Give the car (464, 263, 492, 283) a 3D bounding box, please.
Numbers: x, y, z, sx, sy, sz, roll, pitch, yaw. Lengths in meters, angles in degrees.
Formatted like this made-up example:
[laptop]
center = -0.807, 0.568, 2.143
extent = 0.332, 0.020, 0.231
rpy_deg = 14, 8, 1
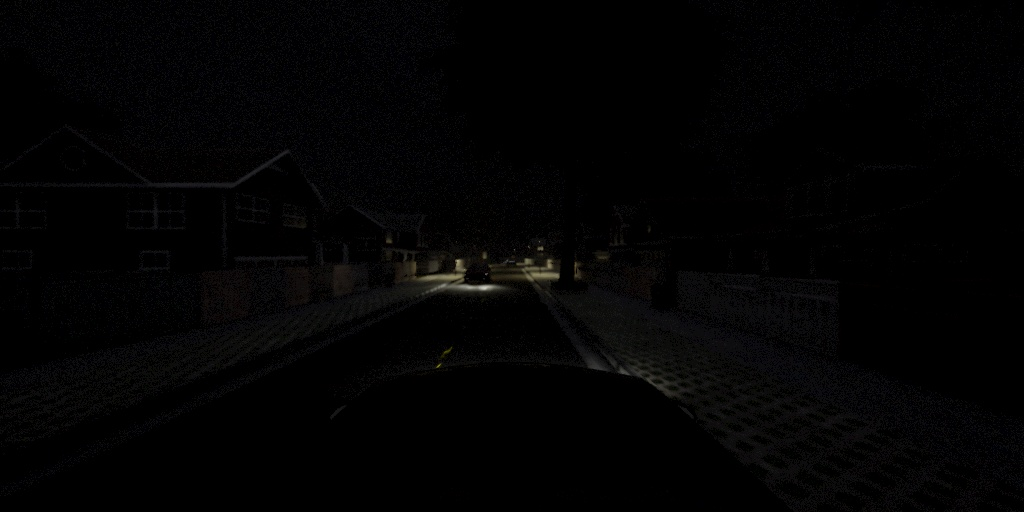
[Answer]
[car]
center = -2.684, 1.318, 29.002
extent = 1.882, 1.535, 5.008
rpy_deg = 0, 0, 0
